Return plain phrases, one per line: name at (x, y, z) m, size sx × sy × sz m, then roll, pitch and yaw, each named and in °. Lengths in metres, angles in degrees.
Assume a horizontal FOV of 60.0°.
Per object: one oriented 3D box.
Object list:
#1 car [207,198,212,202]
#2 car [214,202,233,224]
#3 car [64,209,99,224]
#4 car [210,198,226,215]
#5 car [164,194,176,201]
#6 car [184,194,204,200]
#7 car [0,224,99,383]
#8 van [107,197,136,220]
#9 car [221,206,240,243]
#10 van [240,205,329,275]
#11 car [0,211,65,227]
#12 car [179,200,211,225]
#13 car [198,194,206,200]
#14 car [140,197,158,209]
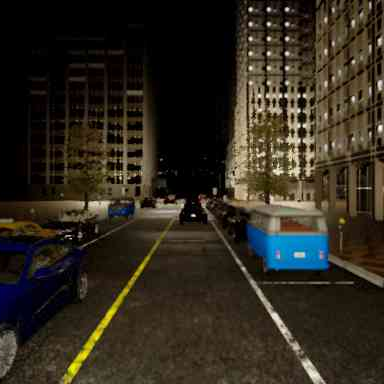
car at (2.692, 1.525, 32.829) m, size 2.008 × 1.369 × 4.403 m, roll 0°, pitch 0°, yaw 0°
car at (2.692, 1.552, 21.492) m, size 1.947 × 1.339 × 4.313 m, roll 0°, pitch 0°, yaw 0°
car at (-5.689, 1.542, 15.823) m, size 2.008 × 1.369 × 4.403 m, roll 0°, pitch 0°, yaw 0°
car at (2.692, 1.506, 27.332) m, size 1.752 × 1.417 × 4.829 m, roll 0°, pitch 0°, yaw 0°
car at (-3.000, 1.265, 46.713) m, size 1.895 × 1.301 × 4.718 m, roll 0°, pitch 0°, yaw 0°
car at (0.100, 1.313, 41.561) m, size 2.097 × 1.767 × 4.553 m, roll 0°, pitch 0°, yaw 0°
car at (-3.102, 1.523, 5.456) m, size 1.812 × 1.442 × 4.674 m, roll 0°, pitch 0°, yaw 0°
van at (-5.688, 1.322, 27.160) m, size 1.690 × 1.788 × 3.998 m, roll 0°, pitch 0°, yaw 0°
car at (2.692, 1.557, 15.824) m, size 1.947 × 1.339 × 4.313 m, roll 0°, pitch 0°, yaw 0°
van at (2.692, 1.336, 10.155) m, size 1.690 × 1.788 × 3.998 m, roll 0°, pitch 0°, yaw 0°
car at (-5.689, 1.520, 9.986) m, size 1.752 × 1.417 × 4.829 m, roll 0°, pitch 0°, yaw 0°
car at (0.099, 1.548, 24.280) m, size 1.994 × 1.385 × 4.181 m, roll 0°, pitch 0°, yaw 0°
car at (2.790, 1.275, 93.428) m, size 1.967 × 1.590 × 4.097 m, roll 0°, pitch 0°, yaw 0°
car at (-5.687, 1.397, 44.166) m, size 1.967 × 1.590 × 4.097 m, roll 0°, pitch 0°, yaw 0°
